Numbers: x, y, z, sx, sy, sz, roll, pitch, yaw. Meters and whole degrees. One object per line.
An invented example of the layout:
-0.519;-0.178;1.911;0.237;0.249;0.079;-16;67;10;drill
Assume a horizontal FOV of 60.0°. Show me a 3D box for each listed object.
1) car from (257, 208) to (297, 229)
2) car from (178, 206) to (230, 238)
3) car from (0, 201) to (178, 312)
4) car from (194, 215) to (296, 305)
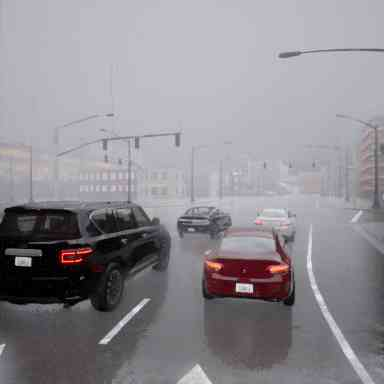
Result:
4.178;1.526;16.534;1.812;1.442;4.674;0;0;20;car
0.771;1.491;17.263;2.128;1.511;4.902;0;0;19;car
-2.167;1.221;8.012;2.150;2.045;5.566;0;0;12;car
1.445;1.526;8.099;1.812;1.442;4.674;0;0;13;car
